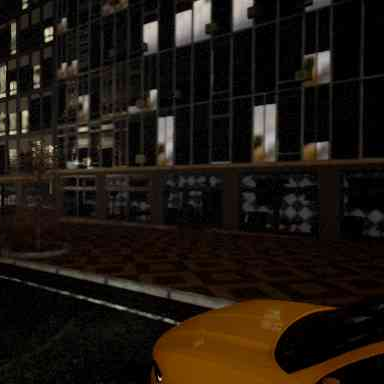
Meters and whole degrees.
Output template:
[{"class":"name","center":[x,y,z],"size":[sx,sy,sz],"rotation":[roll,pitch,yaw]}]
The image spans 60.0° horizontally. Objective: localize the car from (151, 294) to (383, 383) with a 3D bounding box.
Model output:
[{"class":"car","center":[1.898,1.471,2.257],"size":[5.008,1.535,1.882],"rotation":[0,0,36]}]
